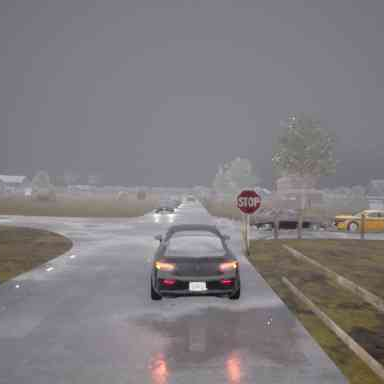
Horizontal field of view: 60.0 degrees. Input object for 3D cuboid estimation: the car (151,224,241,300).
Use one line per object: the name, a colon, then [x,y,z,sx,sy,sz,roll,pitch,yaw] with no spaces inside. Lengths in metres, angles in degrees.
car: [0.027,1.528,8.265,1.812,1.442,4.674,0,0,-2]

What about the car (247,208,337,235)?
car: [5.899,1.775,20.662,4.902,1.511,2.128,2,0,0]

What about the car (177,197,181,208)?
car: [-2.955,1.596,47.100,1.994,1.385,4.181,0,0,0]

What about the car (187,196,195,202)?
car: [-0.192,1.562,78.464,1.882,1.535,5.008,0,0,0]

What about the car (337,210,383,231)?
car: [12.558,2.030,23.588,5.008,1.535,1.882,2,0,-2]

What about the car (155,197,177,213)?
car: [-2.939,1.529,37.139,1.837,1.490,4.892,0,0,0]

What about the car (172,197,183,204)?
car: [-2.933,1.666,67.502,1.895,1.301,4.718,0,0,0]
